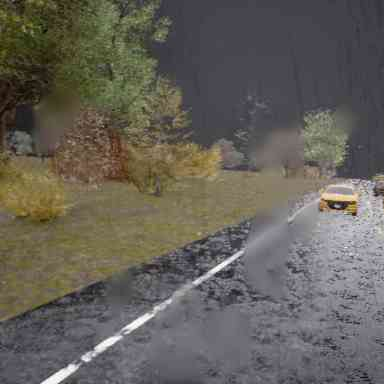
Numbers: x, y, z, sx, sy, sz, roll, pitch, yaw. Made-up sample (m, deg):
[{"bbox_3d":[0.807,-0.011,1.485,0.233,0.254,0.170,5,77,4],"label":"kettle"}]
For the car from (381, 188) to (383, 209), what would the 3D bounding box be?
[{"bbox_3d":[12.939,0.274,19.998,2.150,2.045,5.566,6,5,26],"label":"car"}]

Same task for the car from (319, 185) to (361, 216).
[{"bbox_3d":[8.543,0.338,19.192,1.882,1.535,5.008,6,5,26],"label":"car"}]

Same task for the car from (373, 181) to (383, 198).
[{"bbox_3d":[19.826,-0.325,33.941,2.097,1.767,4.553,6,5,26],"label":"car"}]
